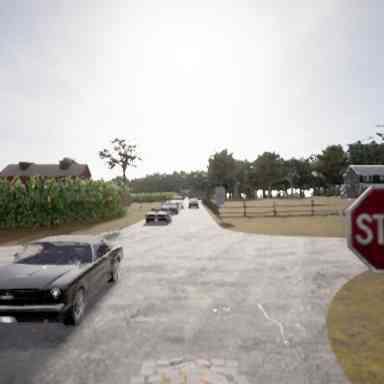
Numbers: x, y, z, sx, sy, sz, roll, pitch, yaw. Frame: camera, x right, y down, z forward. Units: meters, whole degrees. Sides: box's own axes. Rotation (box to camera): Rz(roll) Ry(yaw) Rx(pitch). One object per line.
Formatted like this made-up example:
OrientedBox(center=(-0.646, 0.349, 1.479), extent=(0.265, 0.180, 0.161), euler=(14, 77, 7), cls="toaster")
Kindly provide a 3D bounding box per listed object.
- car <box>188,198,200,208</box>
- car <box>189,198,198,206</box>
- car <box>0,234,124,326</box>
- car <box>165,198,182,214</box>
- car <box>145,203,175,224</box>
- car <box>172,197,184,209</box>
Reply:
OrientedBox(center=(0.298, 2.135, 59.492), extent=(1.837, 1.490, 4.892), euler=(0, -1, 0), cls="car")
OrientedBox(center=(0.357, 2.051, 69.924), extent=(1.882, 1.535, 5.008), euler=(0, -1, 0), cls="car")
OrientedBox(center=(-2.868, 1.687, 7.345), extent=(1.895, 1.301, 4.718), euler=(0, -1, 0), cls="car")
OrientedBox(center=(-2.651, 1.919, 41.239), extent=(1.882, 1.535, 5.008), euler=(0, 0, 0), cls="car")
OrientedBox(center=(-2.745, 1.905, 28.080), extent=(1.895, 1.301, 4.718), euler=(0, -1, 1), cls="car")
OrientedBox(center=(-2.537, 1.820, 55.967), extent=(2.150, 2.045, 5.566), euler=(0, -1, 1), cls="car")
